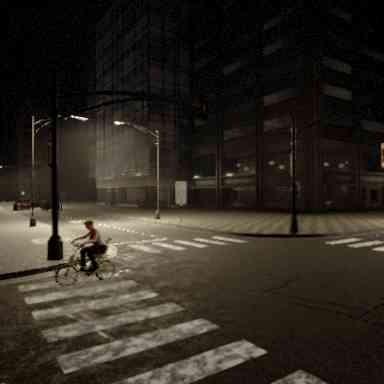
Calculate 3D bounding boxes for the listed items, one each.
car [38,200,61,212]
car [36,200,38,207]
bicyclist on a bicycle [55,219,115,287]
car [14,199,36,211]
[{"bbox_3d":[-20.075,1.940,47.395,1.882,1.535,5.008,0,0,-33],"label":"car"},{"bbox_3d":[-25.945,2.059,55.996,1.812,1.442,4.674,0,0,-34],"label":"car"},{"bbox_3d":[-2.640,1.479,8.307,1.509,1.612,0.866,0,0,-34],"label":"bicyclist on a bicycle"},{"bbox_3d":[-24.953,1.860,49.165,2.097,1.767,4.553,0,0,-34],"label":"car"}]
